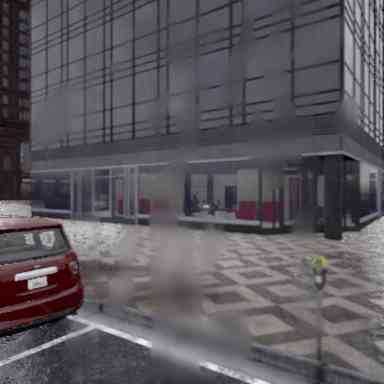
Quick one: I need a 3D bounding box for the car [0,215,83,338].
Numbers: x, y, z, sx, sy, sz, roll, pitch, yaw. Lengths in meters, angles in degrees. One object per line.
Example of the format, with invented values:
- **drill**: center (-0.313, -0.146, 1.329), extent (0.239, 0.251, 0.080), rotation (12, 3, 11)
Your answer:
- **car**: center (-4.067, 1.345, 5.973), extent (5.009, 1.841, 2.192), rotation (0, 0, 35)
